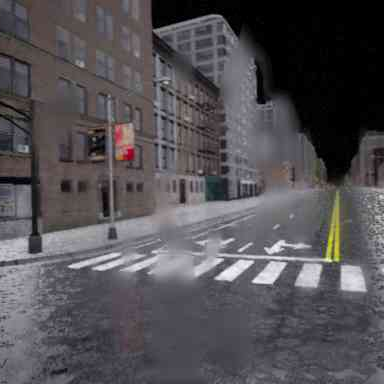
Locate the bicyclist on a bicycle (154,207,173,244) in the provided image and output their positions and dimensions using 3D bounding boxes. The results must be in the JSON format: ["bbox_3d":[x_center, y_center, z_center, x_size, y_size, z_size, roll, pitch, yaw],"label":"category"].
[{"bbox_3d":[-1.251,1.523,15.436,0.866,1.612,1.509,-2,0,23],"label":"bicyclist on a bicycle"}]
